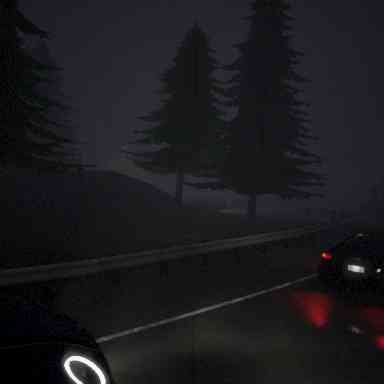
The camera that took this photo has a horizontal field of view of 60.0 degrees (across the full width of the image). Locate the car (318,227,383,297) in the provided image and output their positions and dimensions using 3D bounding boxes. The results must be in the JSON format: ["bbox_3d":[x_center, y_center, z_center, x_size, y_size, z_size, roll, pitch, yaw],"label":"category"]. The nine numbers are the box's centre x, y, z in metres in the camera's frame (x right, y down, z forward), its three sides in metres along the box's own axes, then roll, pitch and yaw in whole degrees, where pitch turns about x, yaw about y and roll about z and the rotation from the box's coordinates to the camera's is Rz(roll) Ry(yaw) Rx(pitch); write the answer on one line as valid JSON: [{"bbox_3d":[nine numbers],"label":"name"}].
[{"bbox_3d":[4.908,1.564,8.243,4.181,1.385,1.994,0,0,-42],"label":"car"}]

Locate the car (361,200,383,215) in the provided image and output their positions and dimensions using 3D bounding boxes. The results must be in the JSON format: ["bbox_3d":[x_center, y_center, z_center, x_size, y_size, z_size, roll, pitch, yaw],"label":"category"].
[{"bbox_3d":[19.185,1.498,32.306,4.902,1.511,2.128,0,0,35],"label":"car"}]

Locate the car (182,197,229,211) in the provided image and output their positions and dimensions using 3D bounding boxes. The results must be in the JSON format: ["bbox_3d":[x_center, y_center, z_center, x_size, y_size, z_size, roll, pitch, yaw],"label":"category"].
[{"bbox_3d":[1.329,1.538,40.412,5.357,1.411,2.033,0,0,35],"label":"car"}]

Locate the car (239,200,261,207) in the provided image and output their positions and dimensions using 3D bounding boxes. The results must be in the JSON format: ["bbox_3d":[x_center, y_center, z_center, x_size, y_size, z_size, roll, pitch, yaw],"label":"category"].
[{"bbox_3d":[7.618,1.593,48.829,4.718,1.301,1.895,0,0,35],"label":"car"}]

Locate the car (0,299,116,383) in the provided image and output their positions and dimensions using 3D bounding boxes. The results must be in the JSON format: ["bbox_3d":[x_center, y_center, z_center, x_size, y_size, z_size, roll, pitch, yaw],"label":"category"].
[{"bbox_3d":[-2.773,1.352,2.049,4.553,1.767,2.097,0,0,-35],"label":"car"}]

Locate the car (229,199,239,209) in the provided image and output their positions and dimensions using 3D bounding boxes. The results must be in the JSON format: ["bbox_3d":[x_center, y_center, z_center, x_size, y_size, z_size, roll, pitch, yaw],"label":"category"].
[{"bbox_3d":[3.220,1.495,43.361,4.892,1.490,1.837,0,0,35],"label":"car"}]
